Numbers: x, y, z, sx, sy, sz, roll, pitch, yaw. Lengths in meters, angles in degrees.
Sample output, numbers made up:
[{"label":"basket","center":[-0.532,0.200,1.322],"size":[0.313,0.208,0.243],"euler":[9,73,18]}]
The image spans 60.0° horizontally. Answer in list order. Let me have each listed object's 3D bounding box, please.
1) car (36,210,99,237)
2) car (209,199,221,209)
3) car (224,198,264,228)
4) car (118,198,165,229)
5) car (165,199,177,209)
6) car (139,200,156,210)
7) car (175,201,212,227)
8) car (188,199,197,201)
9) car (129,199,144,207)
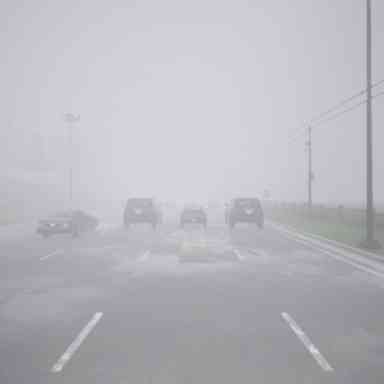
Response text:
[{"label":"car","center":[-6.894,1.704,18.982],"size":[2.033,1.411,5.357],"euler":[0,0,0]},{"label":"car","center":[3.518,1.910,52.728],"size":[1.882,1.535,5.008],"euler":[0,0,0]},{"label":"car","center":[3.608,1.416,23.733],"size":[2.150,2.045,5.566],"euler":[0,0,0]},{"label":"car","center":[-3.392,1.416,23.682],"size":[2.150,2.045,5.566],"euler":[0,0,0]},{"label":"car","center":[-3.482,1.938,52.699],"size":[1.837,1.490,4.892],"euler":[0,0,0]},{"label":"car","center":[-6.984,1.978,52.546],"size":[2.033,1.411,5.357],"euler":[0,0,0]},{"label":"car","center":[0.110,1.692,24.451],"size":[2.128,1.511,4.902],"euler":[0,0,0]},{"label":"car","center":[0.019,1.911,52.918],"size":[1.882,1.535,5.008],"euler":[0,0,0]},{"label":"car","center":[-10.481,2.063,62.997],"size":[2.033,1.411,5.357],"euler":[0,0,0]}]
